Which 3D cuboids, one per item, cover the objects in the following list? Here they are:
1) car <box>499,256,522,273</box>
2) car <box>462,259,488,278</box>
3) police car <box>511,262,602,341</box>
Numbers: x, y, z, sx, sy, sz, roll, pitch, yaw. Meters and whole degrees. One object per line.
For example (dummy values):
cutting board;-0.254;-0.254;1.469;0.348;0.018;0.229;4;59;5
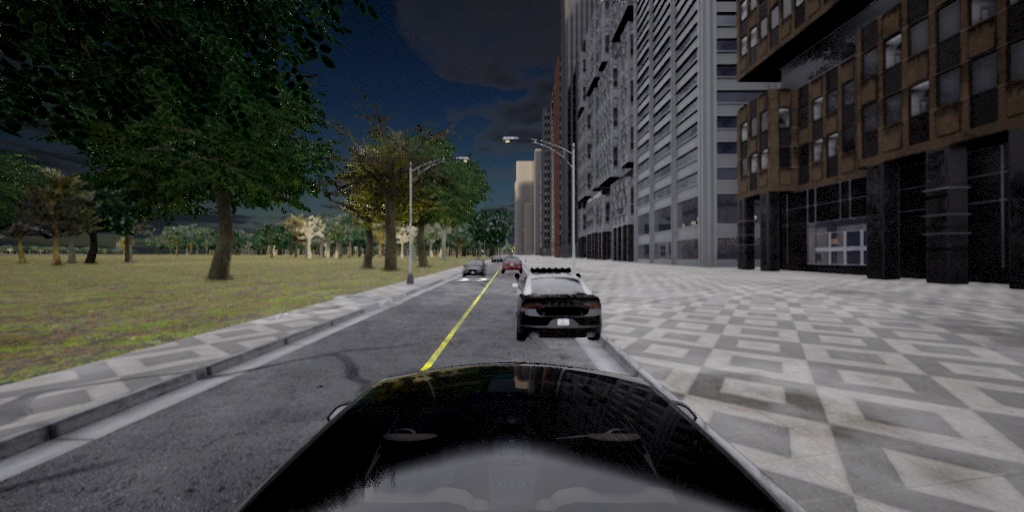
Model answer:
car;0.015;0.829;38.423;2.097;1.767;4.553;0;1;0
car;-3.144;1.043;31.083;1.837;1.490;4.892;0;0;0
police car;1.038;1.122;9.856;1.930;1.638;5.238;0;0;0
